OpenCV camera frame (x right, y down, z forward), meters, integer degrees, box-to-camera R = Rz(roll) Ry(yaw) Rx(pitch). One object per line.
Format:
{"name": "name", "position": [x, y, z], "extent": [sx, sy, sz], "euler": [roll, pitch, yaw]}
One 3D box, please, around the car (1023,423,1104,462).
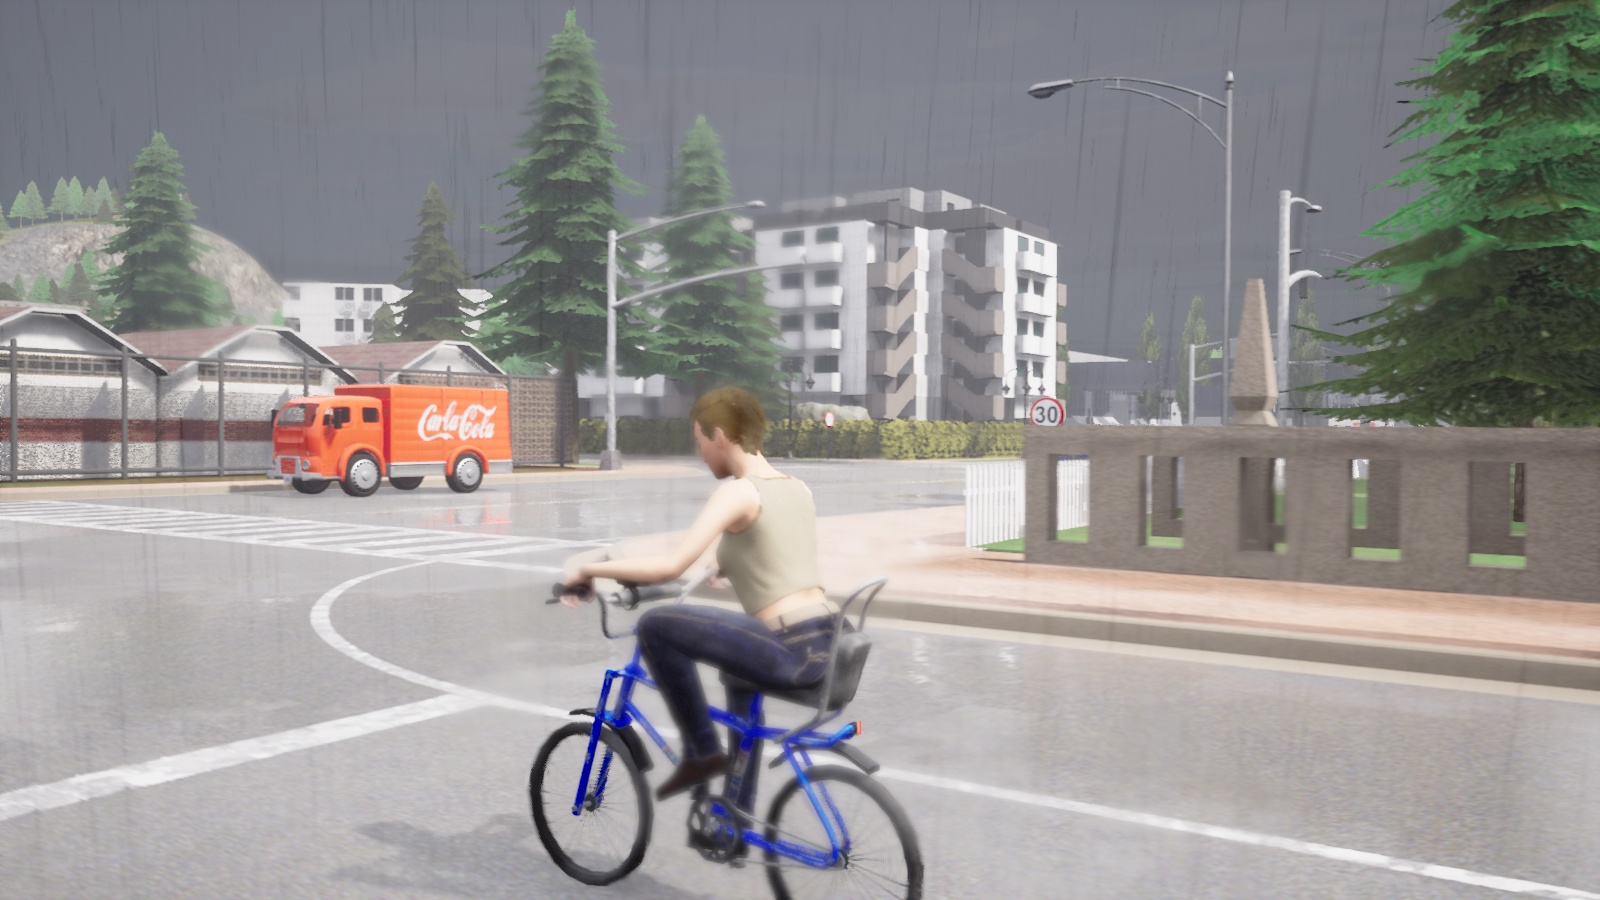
{"name": "car", "position": [12.527, -0.398, 59.398], "extent": [2.097, 1.767, 4.553], "euler": [0, 1, 35]}

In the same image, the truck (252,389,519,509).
{"name": "truck", "position": [-9.304, -0.081, 28.647], "extent": [2.627, 2.467, 5.204], "euler": [0, 1, 35]}

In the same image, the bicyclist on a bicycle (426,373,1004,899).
{"name": "bicyclist on a bicycle", "position": [-0.269, 0.619, 3.801], "extent": [1.509, 1.612, 0.866], "euler": [0, 1, 34]}
